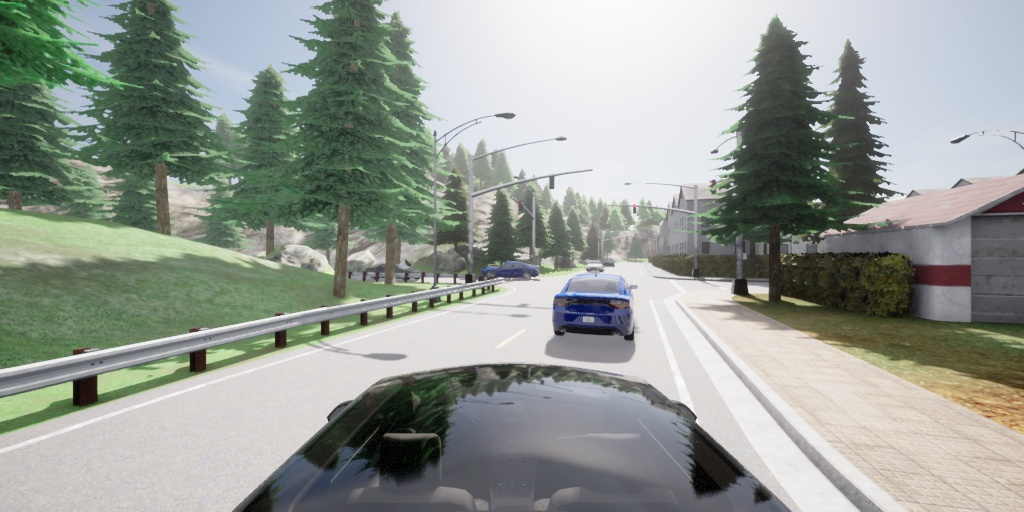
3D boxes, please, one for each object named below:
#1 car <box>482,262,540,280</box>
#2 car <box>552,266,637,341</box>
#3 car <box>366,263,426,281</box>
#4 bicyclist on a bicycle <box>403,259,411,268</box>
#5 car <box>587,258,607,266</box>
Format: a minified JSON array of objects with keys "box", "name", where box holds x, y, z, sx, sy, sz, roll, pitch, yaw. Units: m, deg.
[{"box":[-0.095,1.236,30.642,5.008,1.535,1.882,0,2,6],"name":"car"},{"box":[2.449,1.228,10.126,1.882,1.535,5.008,0,0,19],"name":"car"},{"box":[-9.879,1.312,30.363,5.357,1.411,2.033,0,0,20],"name":"car"},{"box":[-11.150,1.167,38.207,0.582,1.620,1.656,-2,5,18],"name":"bicyclist on a bicycle"},{"box":[10.278,1.276,44.288,1.812,1.442,4.674,0,0,19],"name":"car"}]
